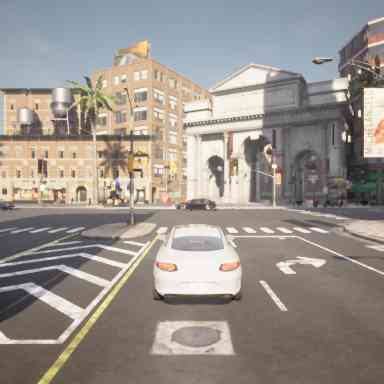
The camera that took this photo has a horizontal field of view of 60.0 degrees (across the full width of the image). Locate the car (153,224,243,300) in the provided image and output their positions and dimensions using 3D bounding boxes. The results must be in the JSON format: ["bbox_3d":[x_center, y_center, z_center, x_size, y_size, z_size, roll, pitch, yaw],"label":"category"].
[{"bbox_3d":[0.111,1.526,8.256,1.812,1.442,4.674,0,0,0],"label":"car"}]

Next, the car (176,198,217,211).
[{"bbox_3d":[0.538,1.505,40.558,4.892,1.490,1.837,0,0,1],"label":"car"}]

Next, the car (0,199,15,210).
[{"bbox_3d":[-24.697,1.547,40.810,5.357,1.411,2.033,0,0,1],"label":"car"}]
